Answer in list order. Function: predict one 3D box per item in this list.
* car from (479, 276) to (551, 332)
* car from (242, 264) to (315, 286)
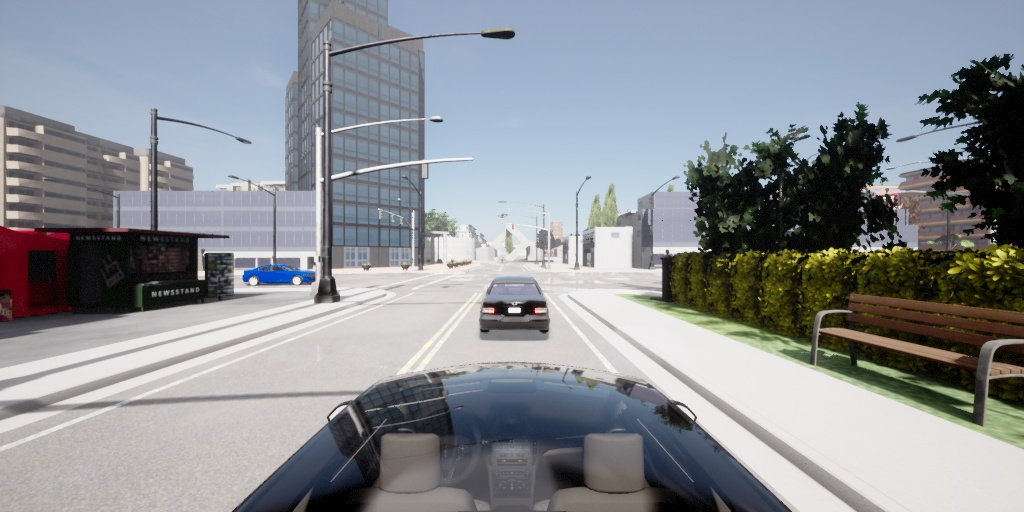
[{"bbox_3d":[0.070,1.297,10.756,2.033,1.411,5.357,0,0,0],"label":"car"},{"bbox_3d":[-16.776,1.336,26.166,5.008,1.535,1.882,-1,0,0],"label":"car"}]
